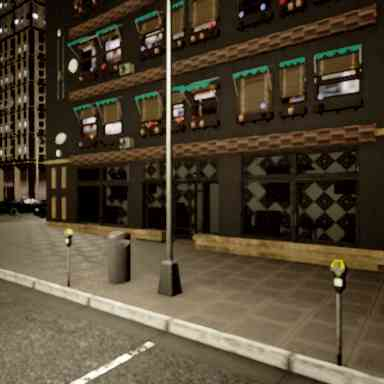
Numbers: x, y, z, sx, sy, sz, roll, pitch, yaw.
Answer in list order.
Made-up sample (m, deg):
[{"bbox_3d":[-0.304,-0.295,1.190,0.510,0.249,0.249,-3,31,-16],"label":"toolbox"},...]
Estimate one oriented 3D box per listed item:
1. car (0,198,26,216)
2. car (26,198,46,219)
[{"bbox_3d":[-14.058,1.213,27.698,1.994,1.385,4.181,0,1,35],"label":"car"},{"bbox_3d":[-9.342,1.208,24.320,1.947,1.339,4.313,1,2,35],"label":"car"}]
